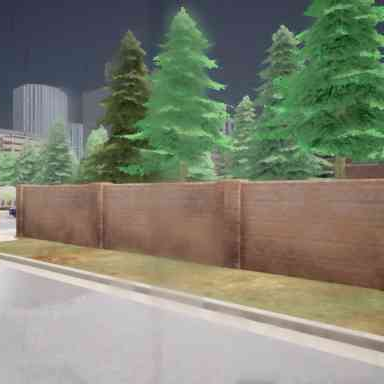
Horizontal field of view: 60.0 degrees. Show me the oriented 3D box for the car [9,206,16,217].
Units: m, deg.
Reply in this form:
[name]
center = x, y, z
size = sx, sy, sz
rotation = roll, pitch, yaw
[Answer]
[car]
center = -14.016, 1.478, 30.448
size = 1.882, 1.535, 5.008
rotation = 0, 0, 35
